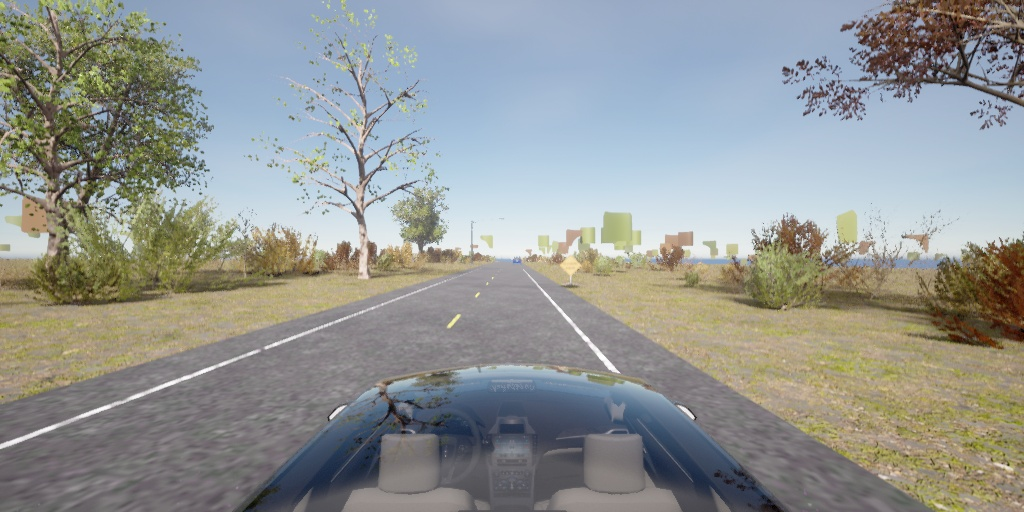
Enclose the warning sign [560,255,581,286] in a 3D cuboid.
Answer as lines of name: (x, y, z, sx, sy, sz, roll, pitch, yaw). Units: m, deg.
warning sign: (3.550, 0.856, 21.704, 1.300, 1.860, 1.060, 0, 0, 0)
